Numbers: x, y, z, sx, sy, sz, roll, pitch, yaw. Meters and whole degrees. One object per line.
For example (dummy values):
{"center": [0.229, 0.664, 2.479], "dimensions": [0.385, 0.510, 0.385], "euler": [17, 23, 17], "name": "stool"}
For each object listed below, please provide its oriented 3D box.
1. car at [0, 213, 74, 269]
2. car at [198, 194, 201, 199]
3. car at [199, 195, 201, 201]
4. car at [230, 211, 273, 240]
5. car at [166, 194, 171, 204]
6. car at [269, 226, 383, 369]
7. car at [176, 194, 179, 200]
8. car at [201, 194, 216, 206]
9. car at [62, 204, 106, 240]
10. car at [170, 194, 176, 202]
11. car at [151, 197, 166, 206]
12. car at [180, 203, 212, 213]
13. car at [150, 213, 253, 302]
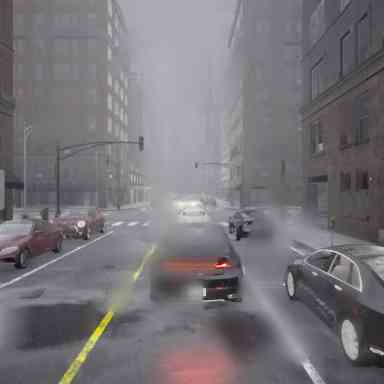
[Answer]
{"center": [-5.673, 1.582, 11.067], "dimensions": [1.802, 1.307, 4.206], "euler": [0, 0, 0], "name": "car"}
{"center": [2.908, 1.525, 75.296], "dimensions": [1.967, 1.590, 4.097], "euler": [0, 0, 0], "name": "car"}
{"center": [2.892, 1.607, 64.478], "dimensions": [2.008, 1.369, 4.403], "euler": [0, 0, 0], "name": "car"}
{"center": [2.851, 1.567, 16.570], "dimensions": [1.947, 1.339, 4.313], "euler": [0, 0, 0], "name": "car"}
{"center": [-5.633, 1.607, 64.488], "dimensions": [2.008, 1.369, 4.403], "euler": [0, 0, 0], "name": "car"}
{"center": [2.854, 1.551, 5.568], "dimensions": [2.008, 1.369, 4.403], "euler": [0, 0, 0], "name": "car"}
{"center": [-5.593, 1.457, 91.531], "dimensions": [2.192, 1.841, 5.009], "euler": [0, 0, 0], "name": "car"}
{"center": [2.875, 1.476, 53.660], "dimensions": [1.967, 1.590, 4.097], "euler": [0, 0, 0], "name": "car"}
{"center": [-5.675, 1.441, 16.568], "dimensions": [1.967, 1.590, 4.097], "euler": [0, 0, 0], "name": "car"}
{"center": [-5.609, 1.626, 80.544], "dimensions": [1.752, 1.417, 4.829], "euler": [0, 0, 0], "name": "car"}
{"center": [-5.650, 1.618, 53.671], "dimensions": [1.802, 1.307, 4.206], "euler": [0, 0, 0], "name": "car"}
{"center": [0.078, 1.527, 17.382], "dimensions": [1.812, 1.442, 4.674], "euler": [0, 0, -1], "name": "car"}
{"center": [0.096, 1.505, 8.234], "dimensions": [1.837, 1.490, 4.892], "euler": [0, 0, 0], "name": "car"}
